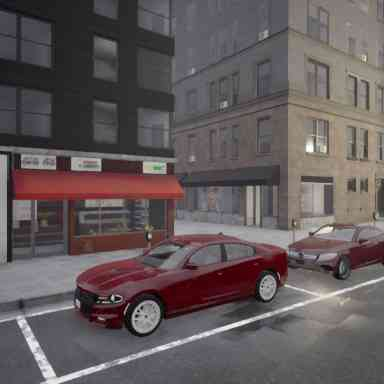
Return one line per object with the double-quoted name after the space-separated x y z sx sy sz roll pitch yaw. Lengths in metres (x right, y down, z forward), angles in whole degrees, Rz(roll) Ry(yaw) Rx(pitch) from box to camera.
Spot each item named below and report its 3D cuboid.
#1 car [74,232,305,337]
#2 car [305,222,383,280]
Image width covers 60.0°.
0.000 1.545 6.643 4.507 1.381 1.887 0 0 -35 "car"
4.521 1.577 9.862 4.206 1.307 1.802 0 0 -35 "car"
